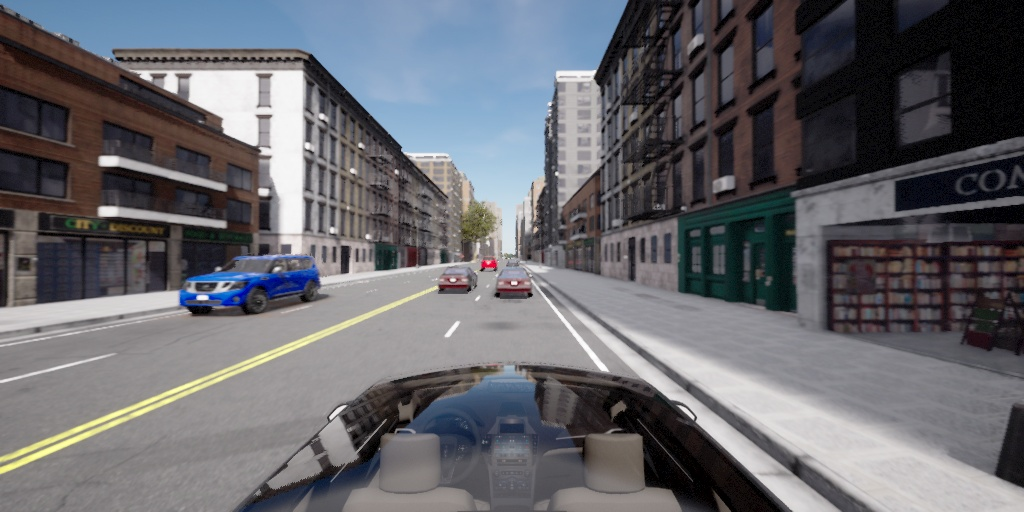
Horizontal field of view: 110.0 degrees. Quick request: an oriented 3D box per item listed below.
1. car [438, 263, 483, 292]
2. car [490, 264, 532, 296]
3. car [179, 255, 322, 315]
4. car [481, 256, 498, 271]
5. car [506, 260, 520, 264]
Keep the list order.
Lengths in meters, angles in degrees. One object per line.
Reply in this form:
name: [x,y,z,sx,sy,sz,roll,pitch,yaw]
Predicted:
car: [-3.150,1.326,21.645,2.033,1.411,5.357,0,0,0]
car: [0.100,1.323,19.369,2.033,1.411,5.357,0,0,0]
car: [-9.753,0.976,14.073,2.150,2.045,5.566,0,0,0]
car: [-3.149,1.061,50.617,2.150,2.045,5.566,0,0,0]
car: [0.100,1.331,50.668,2.128,1.511,4.902,0,0,0]
